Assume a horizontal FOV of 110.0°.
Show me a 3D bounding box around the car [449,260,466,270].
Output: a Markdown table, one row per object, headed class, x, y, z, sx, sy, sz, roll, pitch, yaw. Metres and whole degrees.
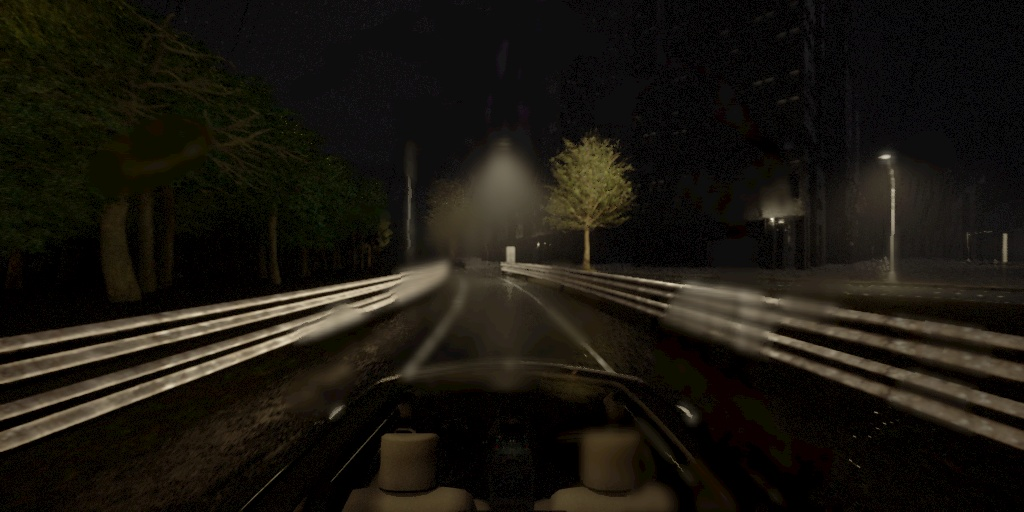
| class | x | y | z | sx | sy | sz | roll | pitch | yaw |
| --- | --- | --- | --- | --- | --- | --- | --- | --- | --- |
| car | -8.206 | 1.285 | 54.006 | 1.882 | 1.535 | 5.008 | 0 | 0 | -19 |
